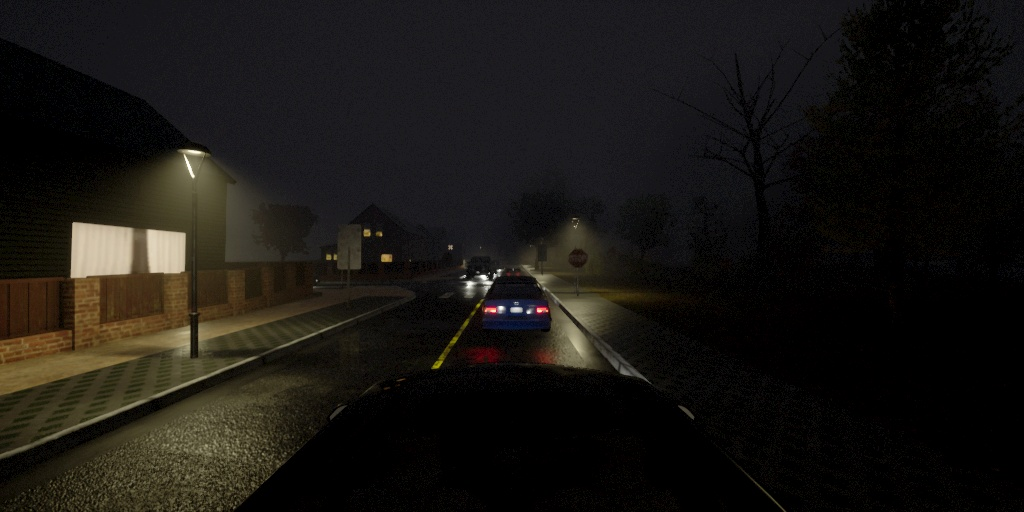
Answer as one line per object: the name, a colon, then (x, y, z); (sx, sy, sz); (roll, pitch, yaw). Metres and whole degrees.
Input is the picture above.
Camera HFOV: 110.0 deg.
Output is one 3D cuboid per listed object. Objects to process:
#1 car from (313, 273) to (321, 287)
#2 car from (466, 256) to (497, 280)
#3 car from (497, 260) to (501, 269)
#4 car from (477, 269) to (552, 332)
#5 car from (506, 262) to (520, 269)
car: (-14.774, 1.296, 22.946); (4.674, 1.442, 1.812); (0, -2, 2)
car: (-2.809, 1.015, 32.351); (2.150, 2.045, 5.566); (0, 0, 0)
car: (-2.780, 1.314, 44.101); (2.128, 1.511, 4.902); (0, 0, 0)
car: (0.106, 1.304, 10.846); (2.033, 1.411, 5.357); (0, 0, 0)
car: (0.174, 1.438, 48.818); (1.895, 1.301, 4.718); (0, 0, 0)
